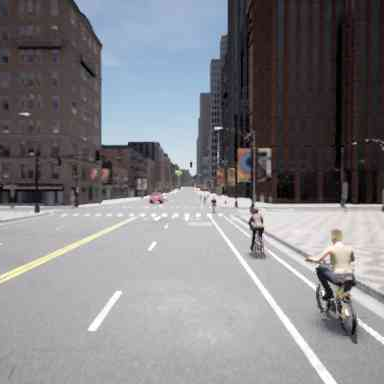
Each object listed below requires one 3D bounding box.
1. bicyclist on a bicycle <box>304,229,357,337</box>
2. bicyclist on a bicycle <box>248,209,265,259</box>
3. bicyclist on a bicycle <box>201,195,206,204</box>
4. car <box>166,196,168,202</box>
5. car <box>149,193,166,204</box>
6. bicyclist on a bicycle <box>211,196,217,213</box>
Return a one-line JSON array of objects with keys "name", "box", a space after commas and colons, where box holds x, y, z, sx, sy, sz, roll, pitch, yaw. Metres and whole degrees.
[{"name": "bicyclist on a bicycle", "box": [2.418, 1.424, 5.655, 0.866, 1.612, 1.509, 0, 0, 0]}, {"name": "bicyclist on a bicycle", "box": [2.259, 1.428, 11.601, 0.582, 1.620, 1.656, 0, 0, 0]}, {"name": "bicyclist on a bicycle", "box": [2.255, 1.379, 57.672, 0.582, 1.620, 1.656, 0, 0, 0]}, {"name": "car", "box": [-6.507, 1.433, 76.236, 1.812, 1.442, 4.674, 0, 0, 0]}, {"name": "car", "box": [-6.545, 1.144, 60.873, 2.150, 2.045, 5.566, 0, 0, 1]}, {"name": "bicyclist on a bicycle", "box": [2.262, 1.317, 34.501, 0.659, 1.776, 1.843, 0, 0, 0]}]
